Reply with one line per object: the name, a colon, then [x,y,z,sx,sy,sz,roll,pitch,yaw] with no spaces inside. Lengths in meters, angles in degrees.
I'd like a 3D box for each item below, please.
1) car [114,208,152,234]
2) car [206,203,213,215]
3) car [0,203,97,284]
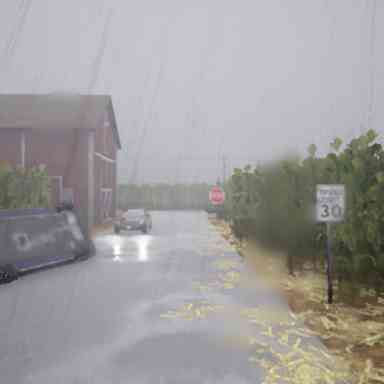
car: [-3.609,1.740,21.019,1.812,1.442,4.674,0,0,-1]
car: [3.603,1.735,36.149,4.902,1.511,2.128,0,-1,-45]
car: [-4.687,1.461,9.626,1.301,1.895,4.718,-30,-11,19]
